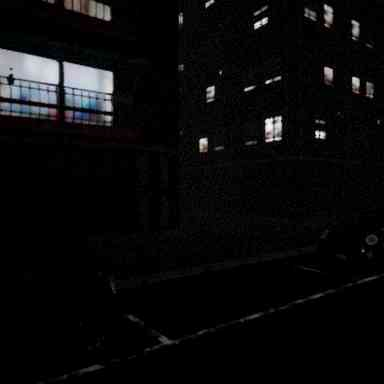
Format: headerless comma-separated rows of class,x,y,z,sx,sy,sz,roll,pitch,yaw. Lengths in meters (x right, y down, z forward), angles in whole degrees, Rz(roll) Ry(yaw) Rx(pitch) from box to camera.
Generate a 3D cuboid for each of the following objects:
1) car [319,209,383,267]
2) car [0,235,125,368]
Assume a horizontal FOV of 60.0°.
car,5.931,1.316,10.792,4.097,1.590,1.967,-1,0,-36
car,-3.088,1.441,4.358,4.097,1.590,1.967,-1,0,-36
